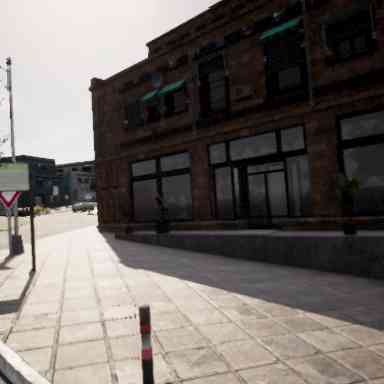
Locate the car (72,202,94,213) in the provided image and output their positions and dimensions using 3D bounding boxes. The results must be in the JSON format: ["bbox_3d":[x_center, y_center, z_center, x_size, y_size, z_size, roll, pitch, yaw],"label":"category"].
[{"bbox_3d":[-17.811,2.473,54.329,2.128,1.511,4.902,-4,1,9],"label":"car"}]

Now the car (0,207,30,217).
[{"bbox_3d":[-24.460,2.791,45.267,5.357,1.411,2.033,-2,-2,28],"label":"car"}]
